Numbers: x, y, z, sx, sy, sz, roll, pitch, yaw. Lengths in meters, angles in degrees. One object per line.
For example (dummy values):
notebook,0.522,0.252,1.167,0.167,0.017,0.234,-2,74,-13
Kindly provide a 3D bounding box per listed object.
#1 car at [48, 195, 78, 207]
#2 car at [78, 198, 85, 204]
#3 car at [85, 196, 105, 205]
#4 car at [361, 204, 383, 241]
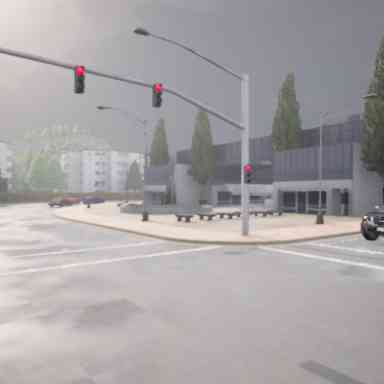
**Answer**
car,-19.692,1.557,50.208,2.033,1.411,5.357,0,0,3
car,-21.800,1.364,59.201,2.097,1.767,4.553,0,0,15
car,-17.786,1.493,60.674,1.882,1.535,5.008,0,0,20
car,10.224,1.235,15.602,5.566,2.045,2.150,0,0,-35
